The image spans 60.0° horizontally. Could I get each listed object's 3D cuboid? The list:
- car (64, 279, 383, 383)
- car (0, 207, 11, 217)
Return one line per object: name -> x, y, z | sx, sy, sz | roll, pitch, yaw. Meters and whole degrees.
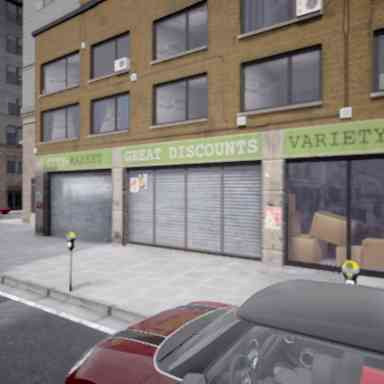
car -> 0.812, 1.444, 2.488 | 4.097, 1.590, 1.967 | -1, 0, 35
car -> -18.837, 1.687, 29.382 | 1.895, 1.301, 4.718 | 0, 1, 34
